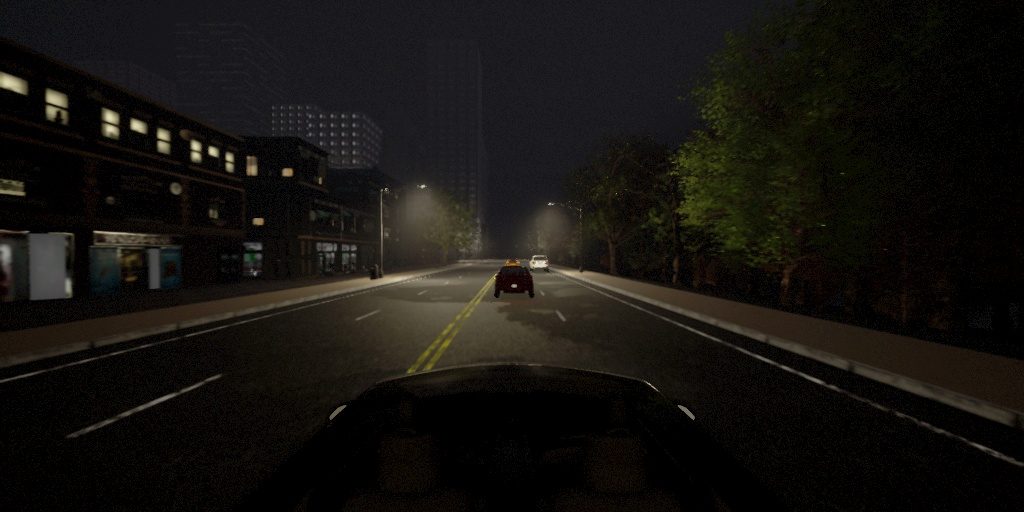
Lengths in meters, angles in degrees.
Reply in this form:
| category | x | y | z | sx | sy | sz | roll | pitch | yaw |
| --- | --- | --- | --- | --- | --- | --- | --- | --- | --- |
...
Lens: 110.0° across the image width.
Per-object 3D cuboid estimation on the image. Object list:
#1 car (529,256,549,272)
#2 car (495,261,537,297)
| category | x | y | z | sx | sy | sz | roll | pitch | yaw |
| --- | --- | --- | --- | --- | --- | --- | --- | --- | --- |
| car | 3.360 | 0.977 | 45.158 | 2.150 | 2.045 | 5.566 | 0 | 0 | 0 |
| car | 0.104 | 1.231 | 19.165 | 1.882 | 1.535 | 5.008 | 0 | 0 | 0 |
